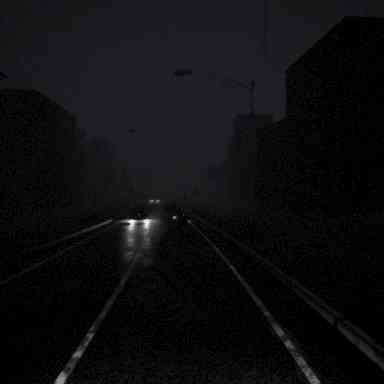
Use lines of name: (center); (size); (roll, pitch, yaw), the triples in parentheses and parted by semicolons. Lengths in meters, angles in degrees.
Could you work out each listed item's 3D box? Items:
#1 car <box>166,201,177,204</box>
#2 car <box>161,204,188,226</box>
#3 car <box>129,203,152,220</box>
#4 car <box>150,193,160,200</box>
car: (-2.590, 1.913, 41.561); (1.837, 1.490, 4.892); (0, 1, -4)
car: (-1.398, 1.863, 26.062); (1.994, 1.385, 4.181); (0, -1, -4)
car: (-5.179, 1.923, 33.659); (1.837, 1.490, 4.892); (0, 0, -4)
car: (-8.228, 0.952, 74.122); (2.033, 1.411, 5.357); (0, 2, -4)
